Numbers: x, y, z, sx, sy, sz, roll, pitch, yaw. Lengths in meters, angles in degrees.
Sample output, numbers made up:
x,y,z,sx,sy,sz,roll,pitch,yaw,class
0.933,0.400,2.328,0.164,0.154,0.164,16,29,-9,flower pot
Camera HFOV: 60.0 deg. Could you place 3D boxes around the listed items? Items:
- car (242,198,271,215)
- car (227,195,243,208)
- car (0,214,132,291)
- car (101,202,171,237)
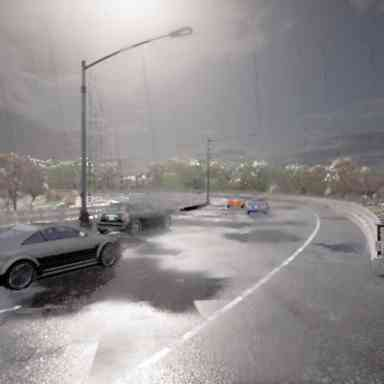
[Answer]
x,y,z,sx,sy,sz,roll,pitch,yaw,class
6.527,1.447,32.307,2.033,1.411,5.357,0,0,17,car
5.959,1.216,44.426,2.097,1.767,4.553,0,0,12,car
-3.894,1.538,9.146,1.994,1.385,4.181,0,0,31,car
-2.965,1.298,18.143,2.097,1.767,4.553,0,0,27,car
